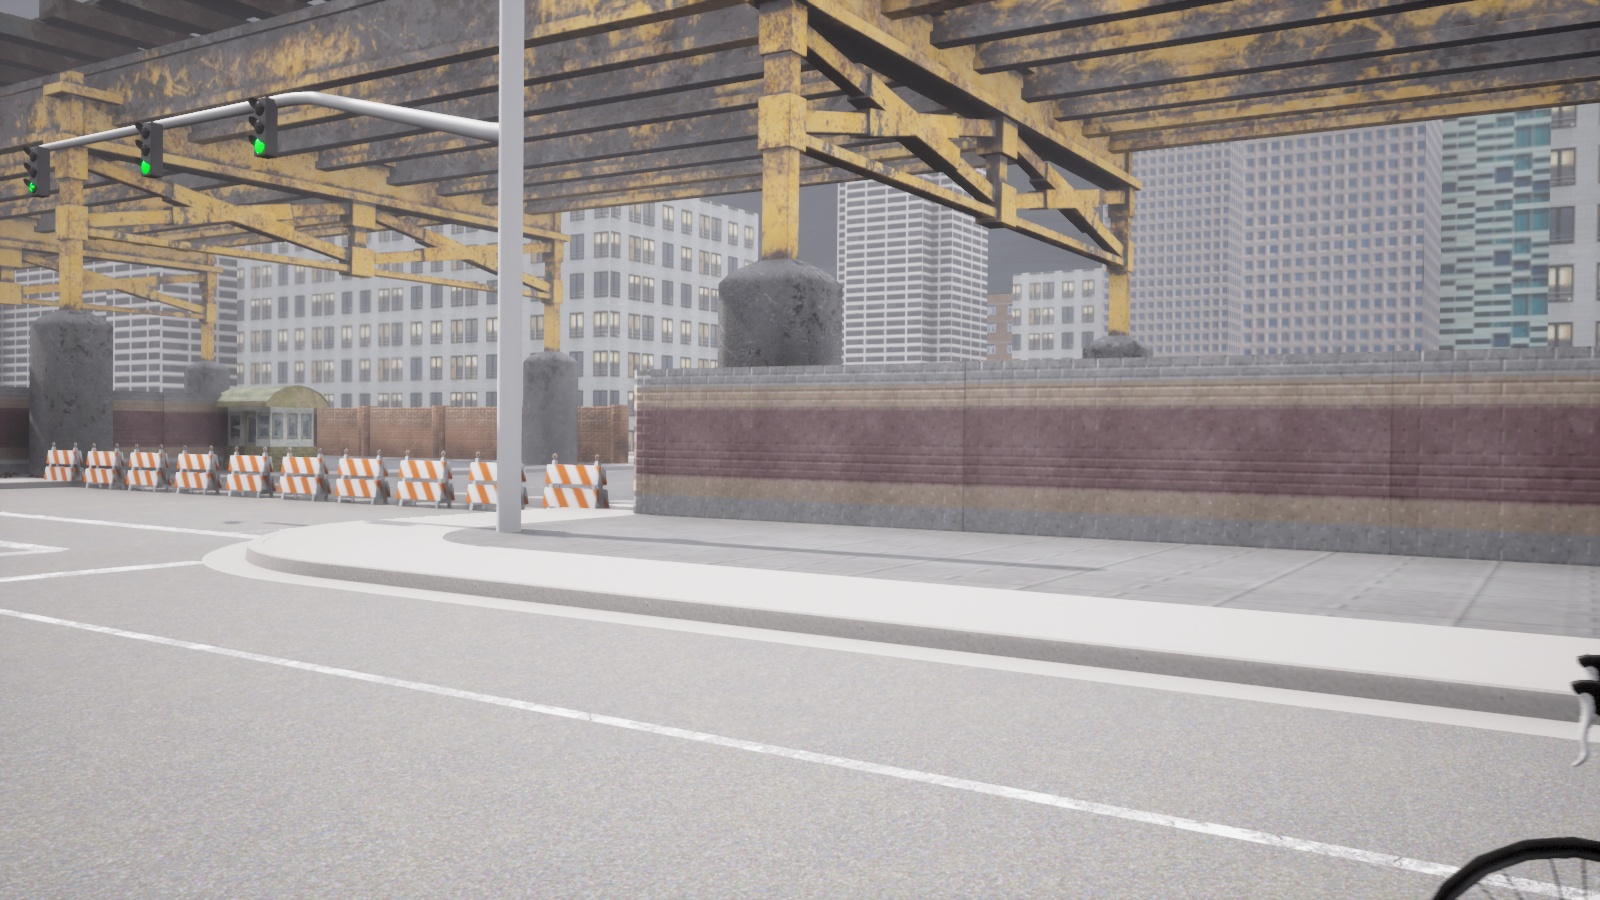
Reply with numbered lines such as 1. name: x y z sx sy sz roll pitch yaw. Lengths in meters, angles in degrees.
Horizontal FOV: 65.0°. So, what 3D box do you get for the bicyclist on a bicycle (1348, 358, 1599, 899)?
1. bicyclist on a bicycle: 1.963 0.635 2.319 1.656 1.620 0.582 0 1 34
